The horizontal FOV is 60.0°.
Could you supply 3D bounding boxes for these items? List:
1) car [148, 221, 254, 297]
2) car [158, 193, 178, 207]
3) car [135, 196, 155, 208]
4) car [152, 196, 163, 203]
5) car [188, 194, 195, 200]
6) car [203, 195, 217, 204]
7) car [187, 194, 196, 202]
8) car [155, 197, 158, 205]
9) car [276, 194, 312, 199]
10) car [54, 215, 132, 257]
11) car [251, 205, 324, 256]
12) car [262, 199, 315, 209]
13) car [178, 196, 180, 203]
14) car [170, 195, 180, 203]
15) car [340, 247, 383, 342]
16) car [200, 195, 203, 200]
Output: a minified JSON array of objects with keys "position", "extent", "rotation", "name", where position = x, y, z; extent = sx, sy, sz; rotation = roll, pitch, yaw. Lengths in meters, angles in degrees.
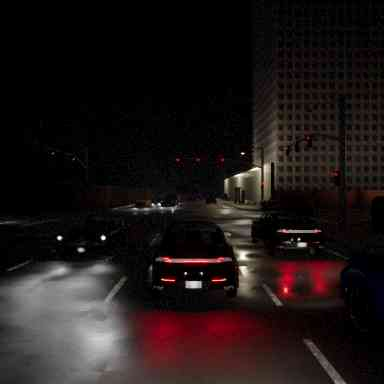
[{"position":[0.046,1.492,8.547],"extent":[2.128,1.511,4.902],"rotation":[0,0,0],"name":"car"},{"position":[-3.650,1.352,51.436],"extent":[2.097,1.767,4.553],"rotation":[0,0,0],"name":"car"},{"position":[-7.153,1.478,49.321],"extent":[1.882,1.535,5.008],"rotation":[0,0,0],"name":"car"},{"position":[-7.087,1.601,68.806],"extent":[1.895,1.301,4.718],"rotation":[0,0,0],"name":"car"},{"position":[-0.111,1.328,89.071],"extent":[1.837,1.490,4.892],"rotation":[0,0,0],"name":"car"},{"position":[3.519,1.526,62.589],"extent":[1.812,1.442,4.674],"rotation":[0,0,0],"name":"car"},{"position":[-0.099,1.347,78.818],"extent":[2.097,1.767,4.553],"rotation":[0,0,0],"name":"car"},{"position":[-7.153,1.478,58.643],"extent":[1.882,1.535,5.008],"rotation":[0,0,0],"name":"car"},{"position":[10.263,1.277,35.789],"extent":[5.566,2.045,2.150],"rotation":[0,0,0],"name":"car"},{"position":[-3.686,1.600,13.160],"extent":[1.895,1.301,4.718],"rotation":[0,0,-1],"name":"car"},{"position":[3.565,1.492,13.165],"extent":[2.128,1.511,4.902],"rotation":[0,0,0],"name":"car"},{"position":[9.335,1.617,32.030],"extent":[4.181,1.385,1.994],"rotation":[0,0,-5],"name":"car"},{"position":[-3.638,1.221,61.025],"extent":[2.150,2.045,5.566],"rotation":[0,0,0],"name":"car"},{"position":[-3.589,1.478,71.173],"extent":[1.882,1.535,5.008],"rotation":[0,0,0],"name":"car"},{"position":[3.596,1.221,3.319],"extent":[2.150,2.045,5.566],"rotation":[0,0,0],"name":"car"},{"position":[3.388,1.500,89.170],"extent":[1.837,1.490,4.892],"rotation":[0,0,0],"name":"car"}]
